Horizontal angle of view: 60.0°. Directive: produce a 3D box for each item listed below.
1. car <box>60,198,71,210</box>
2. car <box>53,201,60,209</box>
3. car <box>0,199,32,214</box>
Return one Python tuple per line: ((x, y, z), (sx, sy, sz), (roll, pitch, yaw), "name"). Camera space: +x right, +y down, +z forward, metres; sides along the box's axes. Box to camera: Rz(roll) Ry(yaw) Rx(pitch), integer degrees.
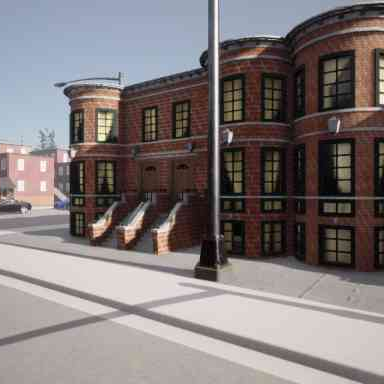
((-13.338, 1.599, 41.185), (1.895, 1.301, 4.718), (0, 0, 36), "car")
((-15.740, 1.478, 43.847), (1.882, 1.535, 5.008), (0, 0, 35), "car")
((-18.780, 1.492, 33.586), (2.128, 1.511, 4.902), (0, 0, 36), "car")
